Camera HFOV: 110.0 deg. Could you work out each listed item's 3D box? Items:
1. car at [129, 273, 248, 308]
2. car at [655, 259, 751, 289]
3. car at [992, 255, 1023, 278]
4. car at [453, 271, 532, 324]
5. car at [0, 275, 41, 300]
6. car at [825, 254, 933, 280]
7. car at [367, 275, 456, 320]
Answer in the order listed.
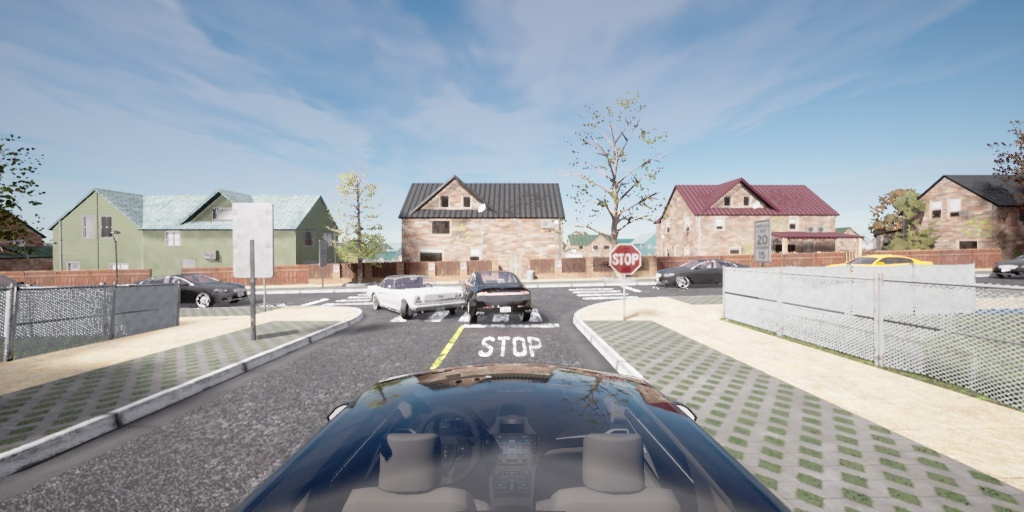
[{"bbox_3d":[-14.895,1.562,16.439,4.902,1.511,2.128,-1,1,0],"label":"car"},{"bbox_3d":[10.338,0.921,19.481,4.902,1.511,2.128,-1,1,0],"label":"car"},{"bbox_3d":[29.393,0.473,19.546,4.902,1.511,2.128,-1,1,0],"label":"car"},{"bbox_3d":[-0.681,1.240,12.078,2.128,1.511,4.902,0,0,-12],"label":"car"},{"bbox_3d":[-24.233,1.643,16.402,4.553,1.767,2.097,-1,1,0],"label":"car"},{"bbox_3d":[19.769,0.685,19.514,5.008,1.535,1.882,-1,1,-1],"label":"car"},{"bbox_3d":[-3.597,1.364,12.938,1.895,1.301,4.718,0,0,-38],"label":"car"}]
